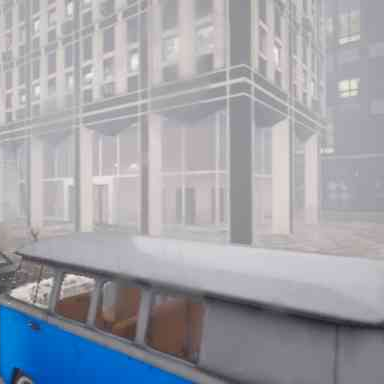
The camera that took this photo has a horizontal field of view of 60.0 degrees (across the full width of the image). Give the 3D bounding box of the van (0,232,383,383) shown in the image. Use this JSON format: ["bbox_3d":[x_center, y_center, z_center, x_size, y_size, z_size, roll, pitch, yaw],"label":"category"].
[{"bbox_3d":[-0.187,1.349,3.008,3.998,1.788,1.690,0,0,35],"label":"van"}]
